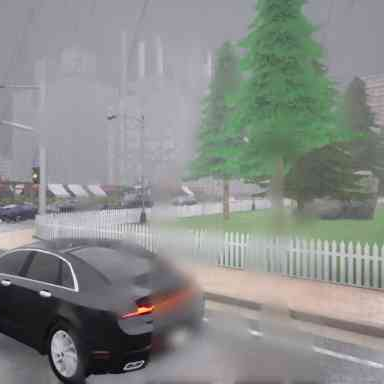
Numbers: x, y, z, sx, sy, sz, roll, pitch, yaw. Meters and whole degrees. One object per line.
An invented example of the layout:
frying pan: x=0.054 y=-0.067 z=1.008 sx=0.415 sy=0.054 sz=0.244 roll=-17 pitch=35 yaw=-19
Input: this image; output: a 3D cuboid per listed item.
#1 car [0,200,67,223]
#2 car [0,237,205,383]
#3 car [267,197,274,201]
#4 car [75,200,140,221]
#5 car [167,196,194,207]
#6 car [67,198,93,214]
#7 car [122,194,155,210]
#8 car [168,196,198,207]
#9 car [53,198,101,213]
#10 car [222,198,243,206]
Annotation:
car: x=-12.340 y=1.525 z=25.330 sx=1.812 sy=1.442 sz=4.674 roll=0 pitch=0 yaw=34
car: x=-2.100 y=1.505 z=5.425 sx=4.892 sy=1.490 sz=1.837 roll=0 pitch=0 yaw=36
car: x=15.008 y=1.564 z=59.779 sx=1.994 sy=1.385 sz=4.181 roll=0 pitch=0 yaw=34
car: x=-6.803 y=1.601 z=27.283 sx=1.895 sy=1.301 sz=4.718 roll=0 pitch=0 yaw=34
car: x=-1.813 y=1.505 z=53.850 sx=1.837 sy=1.490 sz=4.892 roll=0 pitch=0 yaw=34
car: x=-12.255 y=1.491 z=32.077 sx=2.128 sy=1.511 sz=4.902 roll=0 pitch=0 yaw=34
car: x=-6.783 y=1.221 z=40.225 sx=2.150 sy=2.045 sz=5.566 roll=0 pitch=0 yaw=34
car: x=-1.080 y=1.352 z=48.688 sx=2.097 sy=1.767 sz=4.553 roll=0 pitch=0 yaw=34
car: x=-12.814 y=1.478 z=37.524 sx=1.882 sy=1.535 sz=5.008 roll=0 pitch=0 yaw=34
car: x=6.431 y=1.526 z=53.265 sx=1.812 sy=1.442 sz=4.674 roll=0 pitch=0 yaw=34
